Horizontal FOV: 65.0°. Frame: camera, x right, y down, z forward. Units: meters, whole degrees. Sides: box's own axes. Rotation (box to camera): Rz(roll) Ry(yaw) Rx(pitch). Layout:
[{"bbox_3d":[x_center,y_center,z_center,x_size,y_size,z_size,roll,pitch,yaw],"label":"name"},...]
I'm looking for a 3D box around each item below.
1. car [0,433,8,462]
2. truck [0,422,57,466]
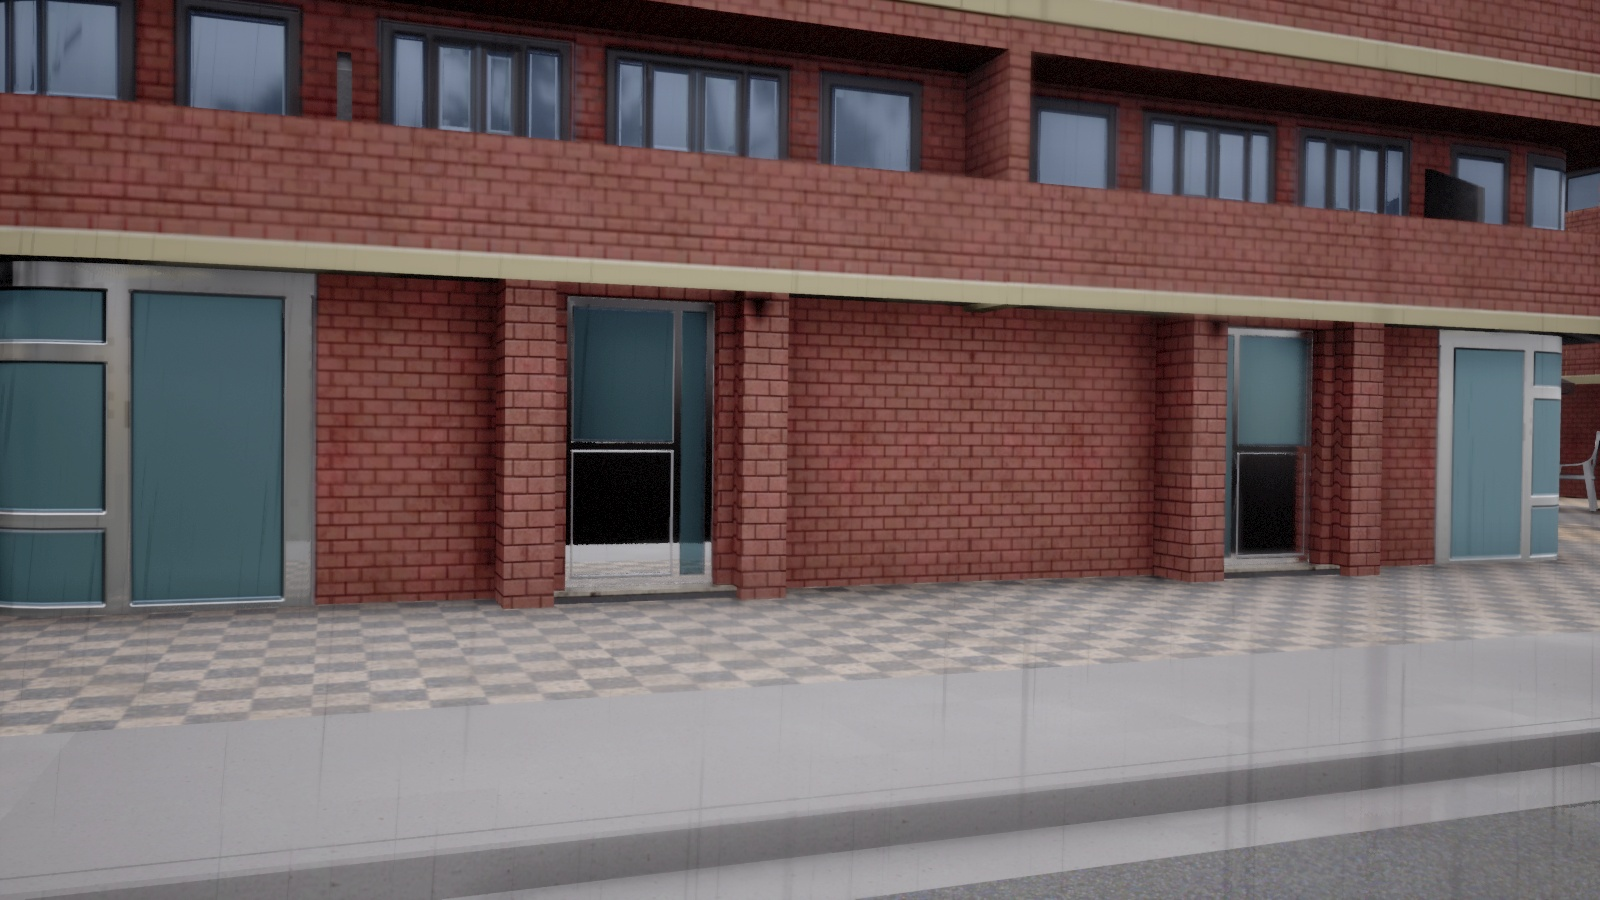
[{"bbox_3d":[-51.750,-0.142,79.606,1.905,1.878,3.866,-1,1,-21],"label":"car"},{"bbox_3d":[-45.788,-0.397,74.051,2.627,2.467,5.204,-1,1,-22],"label":"truck"}]
